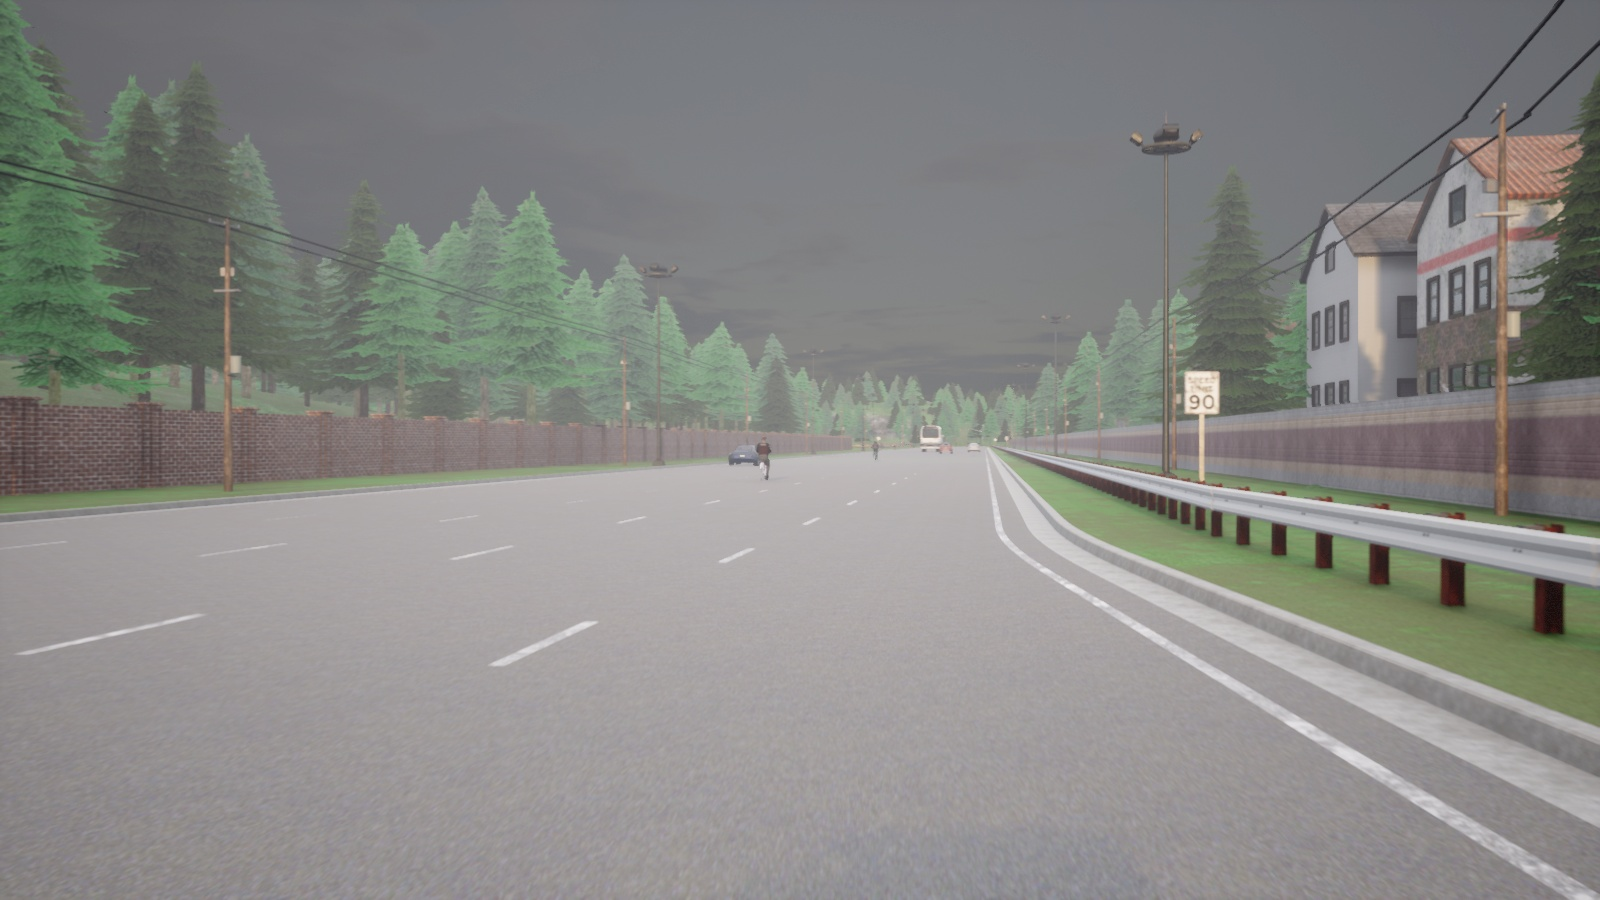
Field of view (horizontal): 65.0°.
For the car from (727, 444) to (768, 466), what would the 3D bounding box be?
[{"bbox_3d":[-3.450,0.329,83.535,1.994,1.385,4.181,0,0,8],"label":"car"}]
